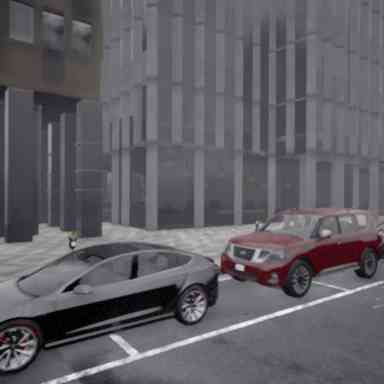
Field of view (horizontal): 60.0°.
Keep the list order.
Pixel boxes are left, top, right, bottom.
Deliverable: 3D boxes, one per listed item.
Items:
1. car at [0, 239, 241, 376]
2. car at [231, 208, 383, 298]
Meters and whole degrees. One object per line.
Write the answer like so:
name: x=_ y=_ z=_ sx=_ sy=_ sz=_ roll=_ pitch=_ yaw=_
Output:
car: x=-1.477 y=1.583 z=5.597 sx=4.313 sy=1.339 sz=1.947 roll=1 pitch=-1 yaw=-35
car: x=3.113 y=1.385 z=8.870 sx=5.009 sy=1.841 sz=2.192 roll=1 pitch=-1 yaw=-35
